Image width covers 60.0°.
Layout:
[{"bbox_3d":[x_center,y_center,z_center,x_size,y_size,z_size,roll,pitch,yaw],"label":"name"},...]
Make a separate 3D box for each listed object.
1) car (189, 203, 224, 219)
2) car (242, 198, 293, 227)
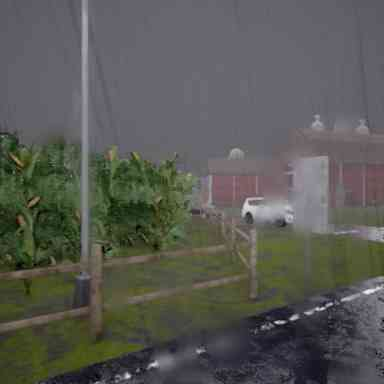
[{"bbox_3d":[1.364,1.888,33.558,1.837,1.490,4.892,0,-1,-27],"label":"car"},{"bbox_3d":[6.077,1.444,24.971,2.150,2.045,5.566,0,-1,-30],"label":"car"}]
